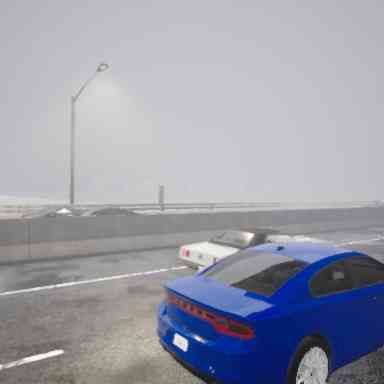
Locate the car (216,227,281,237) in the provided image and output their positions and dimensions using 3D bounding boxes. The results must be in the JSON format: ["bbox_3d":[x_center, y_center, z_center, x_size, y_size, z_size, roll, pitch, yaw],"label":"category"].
[{"bbox_3d":[2.088,1.664,9.511,4.718,1.301,1.895,1,0,-35],"label":"car"}]

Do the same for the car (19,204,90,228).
[{"bbox_3d":[-9.457,1.603,23.024,4.181,1.385,1.994,1,0,-35],"label":"car"}]

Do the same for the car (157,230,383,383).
[{"bbox_3d":[1.900,1.517,5.089,5.008,1.535,1.882,1,0,-35],"label":"car"}]

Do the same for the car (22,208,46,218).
[{"bbox_3d":[-7.934,1.599,19.812,4.181,1.385,1.994,1,0,-35],"label":"car"}]

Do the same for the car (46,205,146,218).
[{"bbox_3d":[-4.767,1.527,17.767,5.008,1.535,1.882,1,-1,-35],"label":"car"}]

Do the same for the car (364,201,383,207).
[{"bbox_3d":[26.597,1.974,47.829,4.902,1.511,2.128,1,0,-33],"label":"car"}]
